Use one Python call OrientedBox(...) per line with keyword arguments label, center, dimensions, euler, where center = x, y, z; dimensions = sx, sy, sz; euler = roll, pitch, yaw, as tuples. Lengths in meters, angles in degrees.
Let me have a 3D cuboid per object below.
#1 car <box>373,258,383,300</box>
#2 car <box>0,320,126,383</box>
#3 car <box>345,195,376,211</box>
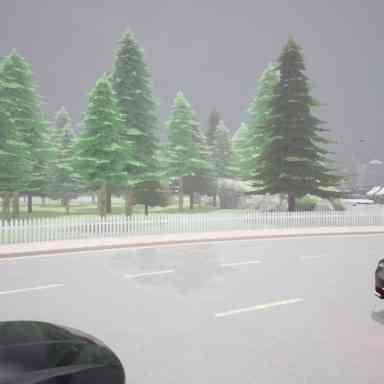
OrientedBox(label="car", center=(5.605, 1.491, 6.112), dimensions=(4.902, 1.511, 2.128), euler=(0, 0, -24))
OrientedBox(label="car", center=(-2.740, 1.478, 1.608), dimensions=(5.008, 1.535, 1.882), euler=(0, 0, -37))
OrientedBox(label="car", center=(19.530, 1.273, 39.679), dimensions=(2.150, 2.045, 5.566), euler=(0, 0, -2))
